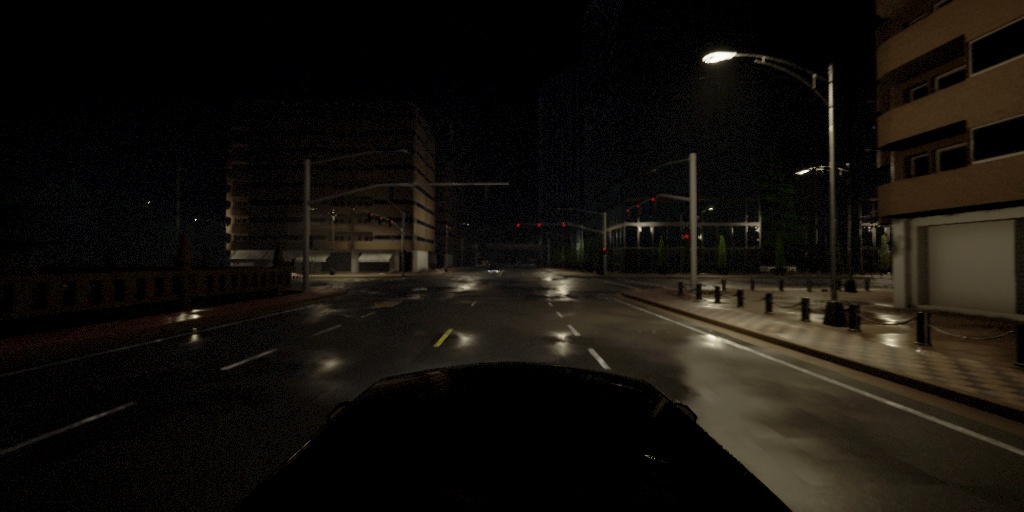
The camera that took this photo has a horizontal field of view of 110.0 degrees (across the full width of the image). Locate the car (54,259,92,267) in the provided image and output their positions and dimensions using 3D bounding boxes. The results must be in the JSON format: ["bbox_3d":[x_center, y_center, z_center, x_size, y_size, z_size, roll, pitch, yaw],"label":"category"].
[{"bbox_3d":[-44.296,1.365,36.081,5.566,2.045,2.150,0,-1,32],"label":"car"}]
